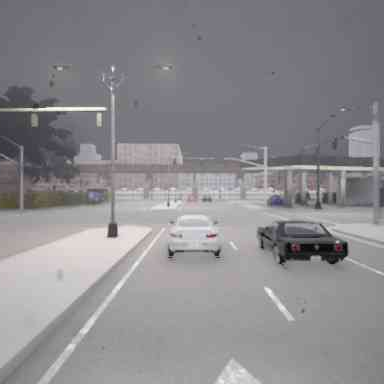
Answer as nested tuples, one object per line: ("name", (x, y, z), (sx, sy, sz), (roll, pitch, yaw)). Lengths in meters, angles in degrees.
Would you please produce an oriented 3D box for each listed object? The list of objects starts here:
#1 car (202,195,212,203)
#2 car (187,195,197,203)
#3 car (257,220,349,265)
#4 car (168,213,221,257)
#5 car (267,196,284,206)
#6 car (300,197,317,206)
("car", (3.499, 1.533, 77.774), (2.097, 1.767, 4.553), (0, 0, 0))
("car", (-0.001, 1.533, 77.774), (2.097, 1.767, 4.553), (0, 0, 0))
("car", (3.576, 1.630, 11.776), (1.895, 1.301, 4.718), (0, 0, 0))
("car", (0.080, 1.557, 12.935), (1.812, 1.442, 4.674), (0, 0, 0))
("car", (13.210, 1.424, 53.129), (2.242, 1.667, 4.611), (0, 0, 0))
("car", (18.955, 1.587, 53.891), (1.970, 1.475, 3.806), (0, 0, 0))
